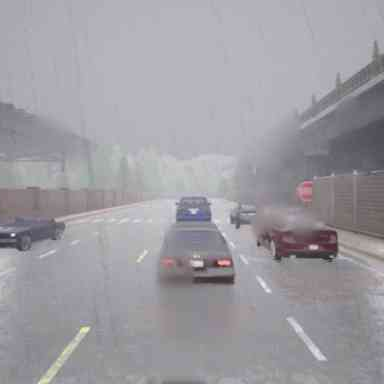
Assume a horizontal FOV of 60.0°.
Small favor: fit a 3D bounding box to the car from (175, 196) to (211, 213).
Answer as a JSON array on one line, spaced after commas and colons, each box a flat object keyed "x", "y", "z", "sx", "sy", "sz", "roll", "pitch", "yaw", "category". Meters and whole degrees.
[{"x": 0.094, "y": 1.250, "z": 21.712, "sx": 2.150, "sy": 2.045, "sz": 5.566, "roll": 0, "pitch": 0, "yaw": 0, "category": "car"}]

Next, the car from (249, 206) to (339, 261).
[{"x": 3.595, "y": 1.493, "z": 12.296, "sx": 1.882, "sy": 1.535, "sz": 5.008, "roll": 0, "pitch": 0, "yaw": 0, "category": "car"}]

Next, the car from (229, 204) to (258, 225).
[{"x": 3.594, "y": 1.518, "z": 21.892, "sx": 2.128, "sy": 1.511, "sz": 4.902, "roll": 0, "pitch": 0, "yaw": 0, "category": "car"}]

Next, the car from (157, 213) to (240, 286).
[{"x": 0.074, "y": 1.558, "z": 9.522, "sx": 2.033, "sy": 1.411, "sz": 5.357, "roll": 0, "pitch": 0, "yaw": -1, "category": "car"}]

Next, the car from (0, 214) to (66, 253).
[{"x": -7.082, "y": 1.618, "z": 13.983, "sx": 1.895, "sy": 1.301, "sz": 4.718, "roll": 0, "pitch": 0, "yaw": 0, "category": "car"}]
